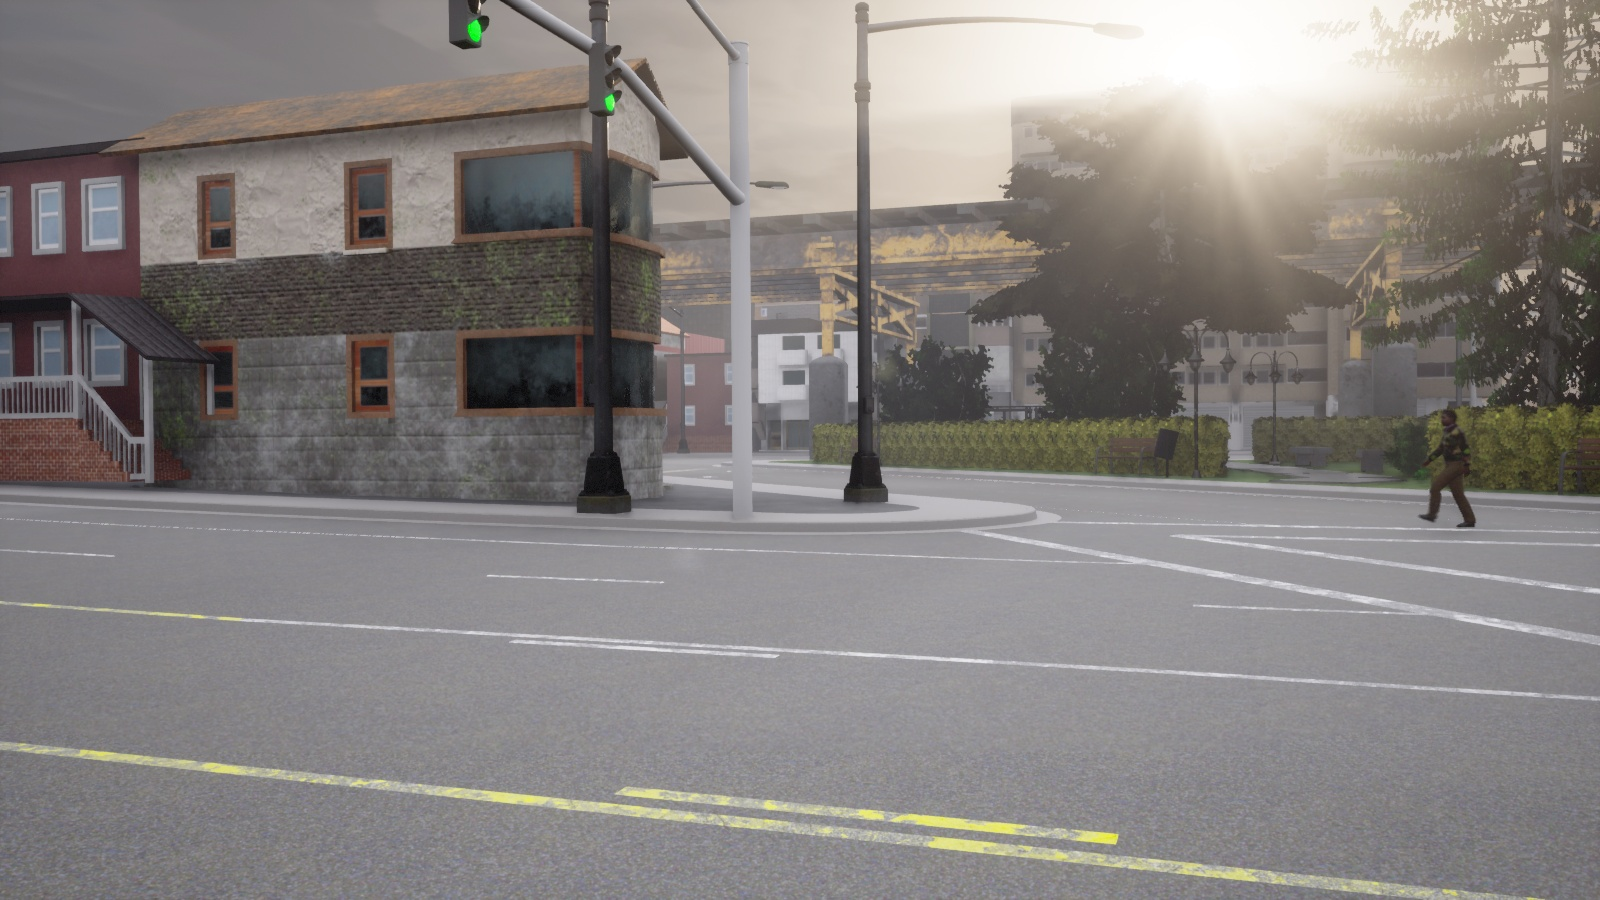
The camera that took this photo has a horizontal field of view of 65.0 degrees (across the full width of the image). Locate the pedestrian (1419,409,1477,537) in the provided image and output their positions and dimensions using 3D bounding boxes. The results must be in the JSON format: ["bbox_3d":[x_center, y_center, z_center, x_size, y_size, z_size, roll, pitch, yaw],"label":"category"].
[{"bbox_3d":[9.878,0.347,19.160,0.692,1.930,0.395,0,1,9],"label":"pedestrian"}]
